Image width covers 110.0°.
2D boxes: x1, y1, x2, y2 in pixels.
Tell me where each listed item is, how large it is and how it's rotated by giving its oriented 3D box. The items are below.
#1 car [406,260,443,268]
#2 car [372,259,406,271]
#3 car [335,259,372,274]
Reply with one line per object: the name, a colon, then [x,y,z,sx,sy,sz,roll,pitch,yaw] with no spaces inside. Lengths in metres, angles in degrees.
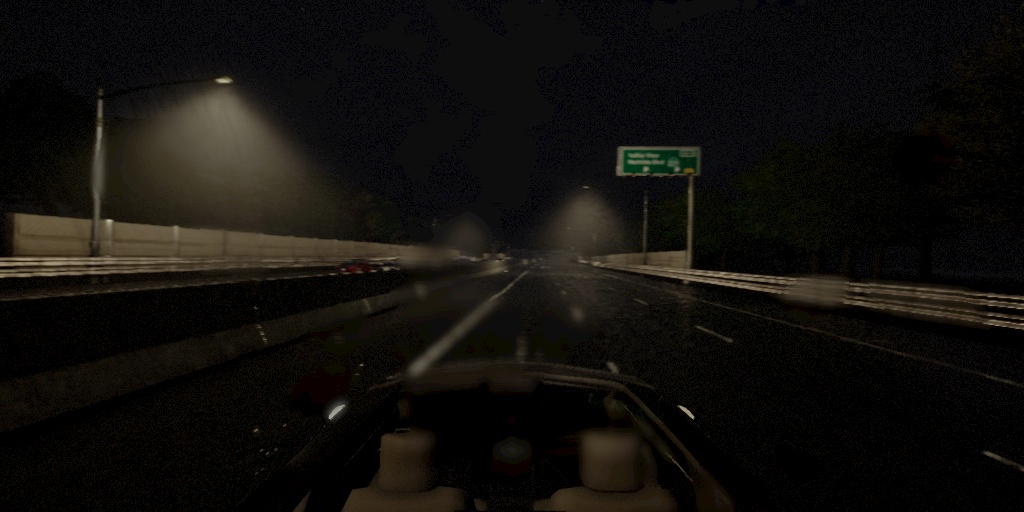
car: [-8.151,1.183,35.080,2.033,1.411,5.357,2,0,5]
car: [-11.588,1.039,35.930,2.128,1.511,4.902,1,0,5]
car: [-15.206,1.013,34.731,1.994,1.385,4.181,2,0,5]
